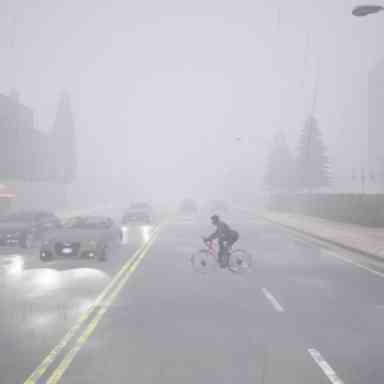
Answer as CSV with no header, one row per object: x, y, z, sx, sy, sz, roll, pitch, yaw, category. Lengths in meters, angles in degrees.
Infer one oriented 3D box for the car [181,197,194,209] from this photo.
-0.619,1.505,47.701,1.837,1.490,4.892,0,0,0,car

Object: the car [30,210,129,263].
-3.748,1.564,11.909,1.994,1.385,4.181,0,0,-1,car

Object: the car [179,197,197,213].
-0.435,1.491,37.663,2.128,1.511,4.902,0,0,-1,car

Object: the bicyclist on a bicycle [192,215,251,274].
0.800,1.453,9.082,1.656,1.620,0.582,-1,0,-1,bicyclist on a bicycle

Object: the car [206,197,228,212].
3.076,1.547,38.620,2.033,1.411,5.357,0,0,-1,car

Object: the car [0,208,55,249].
-7.264,1.504,14.470,1.837,1.490,4.892,0,0,-1,car

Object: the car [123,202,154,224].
-3.916,1.505,24.777,1.837,1.490,4.892,0,0,-1,car
